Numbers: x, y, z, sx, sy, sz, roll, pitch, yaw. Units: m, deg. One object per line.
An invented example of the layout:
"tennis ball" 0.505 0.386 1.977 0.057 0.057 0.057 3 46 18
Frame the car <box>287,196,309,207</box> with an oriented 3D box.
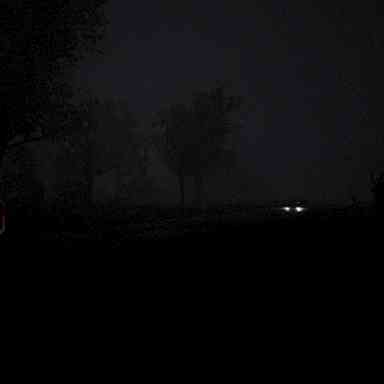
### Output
"car" 14.967 1.358 46.855 1.837 1.490 4.892 -1 0 35
